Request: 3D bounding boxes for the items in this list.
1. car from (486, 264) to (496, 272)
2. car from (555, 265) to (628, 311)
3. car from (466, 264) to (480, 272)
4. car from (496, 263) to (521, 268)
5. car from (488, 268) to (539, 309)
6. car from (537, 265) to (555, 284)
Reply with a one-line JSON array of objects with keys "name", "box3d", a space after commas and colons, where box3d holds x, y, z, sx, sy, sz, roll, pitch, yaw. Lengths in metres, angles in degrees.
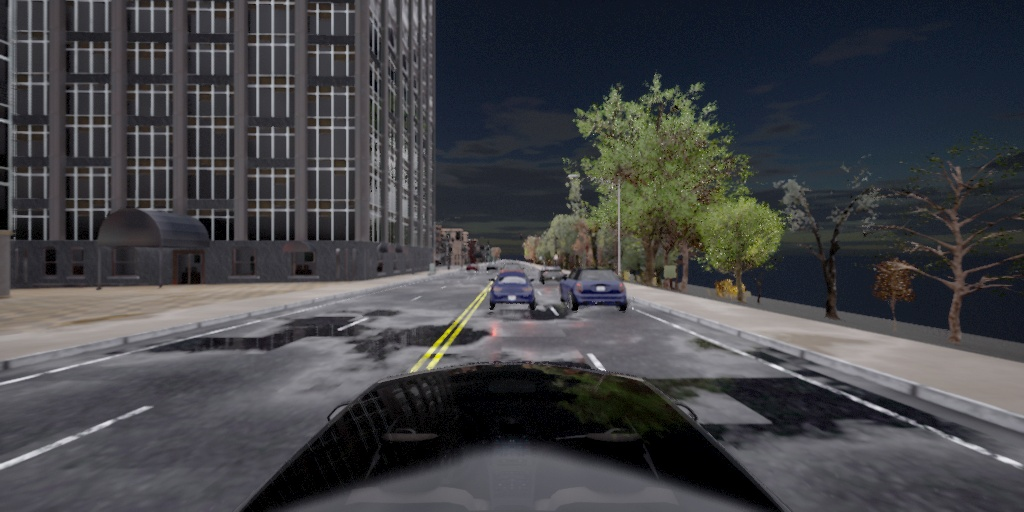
[{"name": "car", "box3d": [-3.285, 1.935, 59.605, 1.895, 1.301, 4.718, 0, -1, 1]}, {"name": "car", "box3d": [3.269, 1.238, 15.258, 2.097, 1.767, 4.553, 0, -1, 0]}, {"name": "car", "box3d": [-6.536, 1.935, 59.612, 1.895, 1.301, 4.718, 0, -1, 0]}, {"name": "car", "box3d": [0.014, 1.388, 30.257, 2.097, 1.767, 4.553, 0, -1, 0]}, {"name": "car", "box3d": [0.021, 1.417, 15.742, 1.812, 1.442, 4.674, 0, 0, 0]}, {"name": "car", "box3d": [3.264, 1.531, 30.351, 2.128, 1.511, 4.902, 0, 0, 0]}]
